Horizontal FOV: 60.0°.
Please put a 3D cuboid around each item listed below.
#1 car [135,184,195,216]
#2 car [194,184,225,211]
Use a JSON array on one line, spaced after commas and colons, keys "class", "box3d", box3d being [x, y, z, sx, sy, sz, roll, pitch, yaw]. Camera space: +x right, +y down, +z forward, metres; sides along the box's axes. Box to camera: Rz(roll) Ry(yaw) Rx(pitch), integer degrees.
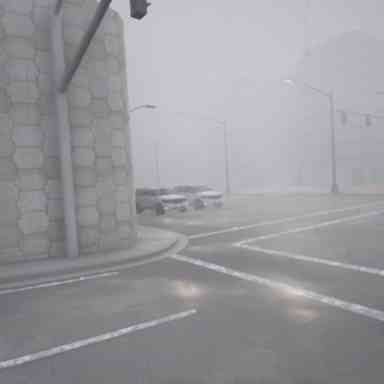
[{"class": "car", "box3d": [-2.515, 0.607, 25.492, 2.150, 2.045, 5.566, -5, 3, -35]}, {"class": "car", "box3d": [0.297, 0.357, 27.562, 2.150, 2.045, 5.566, -5, 3, -35]}]
